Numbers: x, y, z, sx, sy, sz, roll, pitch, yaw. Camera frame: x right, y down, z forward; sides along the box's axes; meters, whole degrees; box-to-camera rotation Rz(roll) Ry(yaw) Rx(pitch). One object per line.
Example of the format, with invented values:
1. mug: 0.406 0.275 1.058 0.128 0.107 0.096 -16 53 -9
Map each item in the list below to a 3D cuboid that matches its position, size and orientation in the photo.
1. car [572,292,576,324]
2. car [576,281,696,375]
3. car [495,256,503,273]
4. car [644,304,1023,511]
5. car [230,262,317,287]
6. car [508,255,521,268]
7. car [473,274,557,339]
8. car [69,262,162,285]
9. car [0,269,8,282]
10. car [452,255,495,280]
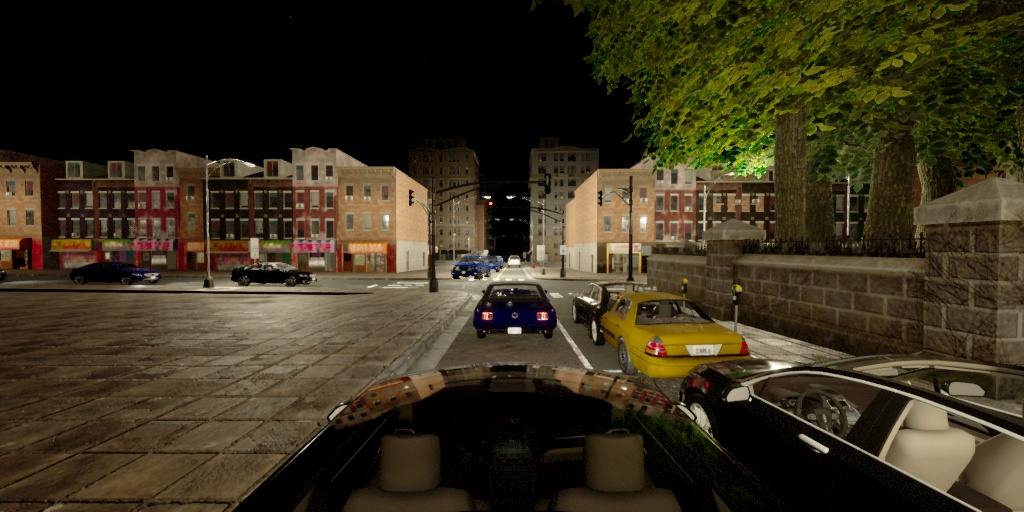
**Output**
1. car: 2.662 1.298 9.281 2.007 1.370 4.403 0 0 0
2. car: 2.687 1.273 7.307 1.751 1.417 4.829 0 0 0
3. car: -2.686 0.983 44.421 2.150 2.045 5.566 0 0 1
4. car: 2.637 1.300 2.146 2.007 1.370 4.403 0 0 0
5. car: -15.025 1.159 22.748 4.902 1.511 2.128 1 1 0
6. car: 0.409 1.006 63.754 2.150 2.045 5.566 0 0 0
7. car: 0.076 1.348 10.086 1.895 1.301 4.718 0 0 0
8. car: -25.130 1.082 22.772 4.674 1.442 1.812 1 1 0
9. car: -35.273 0.968 22.805 4.674 1.442 1.812 1 1 1
10. car: -3.331 0.963 30.656 2.150 2.045 5.566 0 0 9
